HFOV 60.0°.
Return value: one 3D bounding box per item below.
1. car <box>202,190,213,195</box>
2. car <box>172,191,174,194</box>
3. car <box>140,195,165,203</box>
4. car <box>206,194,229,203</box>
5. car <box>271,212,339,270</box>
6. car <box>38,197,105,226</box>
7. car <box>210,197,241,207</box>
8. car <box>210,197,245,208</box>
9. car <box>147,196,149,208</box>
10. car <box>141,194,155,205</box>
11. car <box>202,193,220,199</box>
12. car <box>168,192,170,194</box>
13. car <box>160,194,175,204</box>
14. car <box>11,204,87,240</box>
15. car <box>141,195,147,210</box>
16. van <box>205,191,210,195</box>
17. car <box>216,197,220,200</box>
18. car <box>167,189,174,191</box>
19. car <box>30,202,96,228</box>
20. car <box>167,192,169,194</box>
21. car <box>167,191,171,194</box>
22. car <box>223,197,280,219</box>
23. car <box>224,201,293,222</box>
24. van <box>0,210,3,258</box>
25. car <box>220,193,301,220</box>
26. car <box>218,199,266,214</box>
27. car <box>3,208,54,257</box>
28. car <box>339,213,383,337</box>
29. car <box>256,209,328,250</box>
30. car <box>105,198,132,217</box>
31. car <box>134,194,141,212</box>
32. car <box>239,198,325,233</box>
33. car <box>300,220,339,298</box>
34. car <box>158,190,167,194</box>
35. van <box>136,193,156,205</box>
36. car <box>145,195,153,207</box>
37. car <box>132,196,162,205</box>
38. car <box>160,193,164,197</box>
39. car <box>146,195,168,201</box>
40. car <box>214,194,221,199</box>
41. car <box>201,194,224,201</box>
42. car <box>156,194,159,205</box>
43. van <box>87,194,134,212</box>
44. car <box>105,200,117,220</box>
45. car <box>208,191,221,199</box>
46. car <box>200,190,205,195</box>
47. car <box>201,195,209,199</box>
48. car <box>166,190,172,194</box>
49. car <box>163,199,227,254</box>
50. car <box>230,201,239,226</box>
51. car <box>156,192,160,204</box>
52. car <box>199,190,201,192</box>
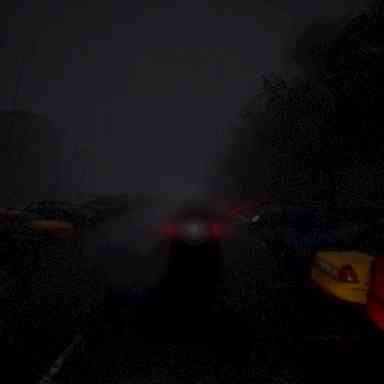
[{"bbox_3d":[5.080,1.185,59.458,5.566,2.045,2.435,0,0,0],"label":"car"},{"bbox_3d":[-7.968,1.141,87.294,4.792,1.488,2.163,0,1,0],"label":"car"},{"bbox_3d":[-7.991,1.443,67.788,4.792,1.488,2.163,0,0,0],"label":"car"},{"bbox_3d":[5.150,1.288,67.937,4.553,1.767,2.185,0,0,0],"label":"car"},{"bbox_3d":[5.056,1.484,9.328,5.008,1.535,2.097,0,0,0],"label":"car"},{"bbox_3d":[-8.048,1.360,20.469,4.553,1.767,2.185,0,0,0],"label":"car"},{"bbox_3d":[5.101,1.494,51.104,4.674,1.452,2.002,0,0,0],"label":"car"},{"bbox_3d":[5.101,1.458,48.319,5.008,1.535,2.097,0,0,0],"label":"car"},{"bbox_3d":[-7.991,1.511,39.952,4.674,1.452,2.002,0,0,0],"label":"car"},{"bbox_3d":[-7.982,1.462,45.519,5.008,1.535,2.097,0,0,0],"label":"car"},{"bbox_3d":[5.139,1.029,90.247,5.008,1.535,2.097,0,2,0],"label":"car"},{"bbox_3d":[-7.961,1.369,73.364,5.008,1.535,2.097,0,1,0],"label":"car"},{"bbox_3d":[-3.509,1.495,52.710,1.812,1.442,4.674,0,0,0],"label":"car"},{"bbox_3d":[-7.838,1.482,14.901,5.366,1.575,1.946,0,0,0],"label":"car"},{"bbox_3d":[-8.183,1.471,37.169,5.366,1.575,1.946,0,0,0],"label":"car"},{"bbox_3d":[4.989,1.216,56.673,4.442,1.987,1.878,0,0,0],"label":"van"},{"bbox_3d":[5.071,1.480,31.609,5.008,1.535,2.097,0,0,0],"label":"car"},{"bbox_3d":[-7.967,0.909,90.077,4.553,1.767,2.185,0,2,0],"label":"car"},{"bbox_3d":[-8.014,1.487,17.684,4.892,1.521,2.231,0,0,0],"label":"car"},{"bbox_3d":[-7.964,1.395,70.575,5.008,1.535,2.097,0,0,0],"label":"car"},{"bbox_3d":[-7.918,1.166,78.938,4.553,1.767,2.185,0,1,0],"label":"car"},{"bbox_3d":[5.041,1.357,28.825,4.553,1.767,2.185,0,0,0],"label":"car"},{"bbox_3d":[5.074,1.484,26.040,5.008,1.535,2.097,0,0,0],"label":"car"},{"bbox_3d":[-8.146,1.258,9.335,4.442,1.987,1.878,0,0,0],"label":"van"},{"bbox_3d":[5.039,1.234,23.253,5.566,2.045,2.435,0,0,0],"label":"car"},{"bbox_3d":[5.082,1.518,34.394,4.674,1.452,2.002,0,0,0],"label":"car"},{"bbox_3d":[-8.033,1.486,12.118,4.892,1.521,2.231,0,0,0],"label":"car"},{"bbox_3d":[5.072,1.231,3.884,5.566,2.045,2.435,0,0,0],"label":"car"},{"bbox_3d":[5.024,1.515,12.115,4.792,1.488,2.163,0,0,0],"label":"car"},{"bbox_3d":[-8.036,1.512,28.818,4.792,1.488,2.163,0,0,0],"label":"car"},{"bbox_3d":[-8.032,1.351,34.385,4.553,1.767,2.185,0,0,0],"label":"car"},{"bbox_3d":[5.091,1.360,17.683,4.553,1.767,2.185,0,0,0],"label":"car"},{"bbox_3d":[5.233,1.480,6.668,5.366,1.575,1.946,0,0,0],"label":"car"},{"bbox_3d":[-7.940,1.179,62.218,5.566,2.045,2.435,0,0,0],"label":"car"},{"bbox_3d":[-7.868,1.232,48.302,4.442,1.987,1.878,0,0,0],"label":"van"},{"bbox_3d":[-7.996,1.467,42.736,5.008,1.535,2.097,0,0,0],"label":"car"},{"bbox_3d":[-7.977,1.436,59.435,5.008,1.535,2.097,0,0,0],"label":"car"},{"bbox_3d":[-7.789,1.438,56.652,5.366,1.575,1.946,0,0,0],"label":"car"},{"bbox_3d":[-7.949,1.375,76.153,4.674,1.452,2.002,0,1,0],"label":"car"},{"bbox_3d":[5.051,1.349,37.179,4.553,1.767,2.185,0,0,0],"label":"car"},{"bbox_3d":[4.946,1.286,79.097,5.366,1.575,1.946,0,1,0],"label":"car"},{"bbox_3d":[-7.975,1.454,51.086,4.892,1.521,2.231,0,0,0],"label":"car"},{"bbox_3d":[-8.121,1.254,31.665,4.442,1.987,1.878,0,0,0],"label":"van"},{"bbox_3d":[-8.011,1.525,23.252,4.674,1.452,2.002,0,0,0],"label":"car"},{"bbox_3d":[5.058,1.221,39.963,5.566,2.045,2.435,0,0,0],"label":"car"},{"bbox_3d":[5.153,1.117,73.516,5.566,2.045,2.435,0,1,0],"label":"car"},{"bbox_3d":[0.102,1.353,28.603,2.097,1.767,4.553,0,0,0],"label":"car"},{"bbox_3d":[-7.914,1.116,81.717,4.553,1.767,2.185,0,1,0],"label":"car"},{"bbox_3d":[0.085,1.356,13.614,2.097,1.767,4.553,0,0,0],"label":"car"},{"bbox_3d":[5.070,1.488,20.469,4.892,1.521,2.231,0,0,0],"label":"car"},{"bbox_3d":[-8.009,1.321,53.994,4.553,1.767,2.185,0,0,0],"label":"car"},{"bbox_3d":[5.142,0.942,93.035,5.008,1.535,2.097,0,2,0],"label":"car"}]
